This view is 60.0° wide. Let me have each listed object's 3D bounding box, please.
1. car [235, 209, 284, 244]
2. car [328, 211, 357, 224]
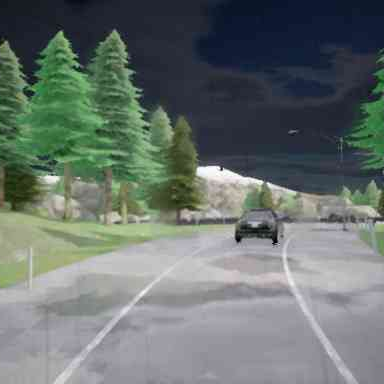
[{"bbox_3d":[3.733,1.680,17.925,2.097,1.767,4.553,-2,-2,20],"label":"car"},{"bbox_3d":[17.215,2.875,38.115,4.674,1.442,1.812,4,-7,-44],"label":"car"}]
